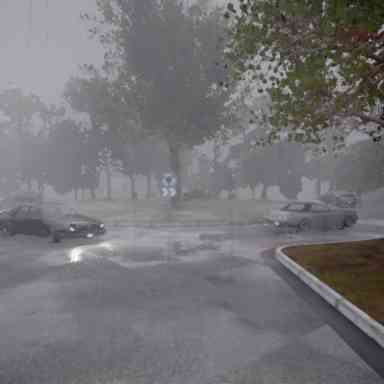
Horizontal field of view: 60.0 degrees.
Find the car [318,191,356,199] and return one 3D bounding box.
[{"bbox_3d":[13.948,0.665,32.240,2.128,1.511,4.902,0,1,-5],"label":"car"}]

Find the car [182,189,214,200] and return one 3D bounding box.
[{"bbox_3d":[0.709,0.334,46.020,4.674,1.442,1.812,0,1,9],"label":"car"}]

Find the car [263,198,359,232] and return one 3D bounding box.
[{"bbox_3d":[6.028,1.171,16.643,4.718,1.301,1.895,-1,2,-25],"label":"car"}]

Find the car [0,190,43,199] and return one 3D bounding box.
[{"bbox_3d":[-17.542,0.593,34.079,2.128,1.511,4.902,0,1,17],"label":"car"}]

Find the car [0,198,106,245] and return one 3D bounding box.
[{"bbox_3d":[-6.002,1.183,13.761,5.357,1.411,2.033,1,2,33],"label":"car"}]
